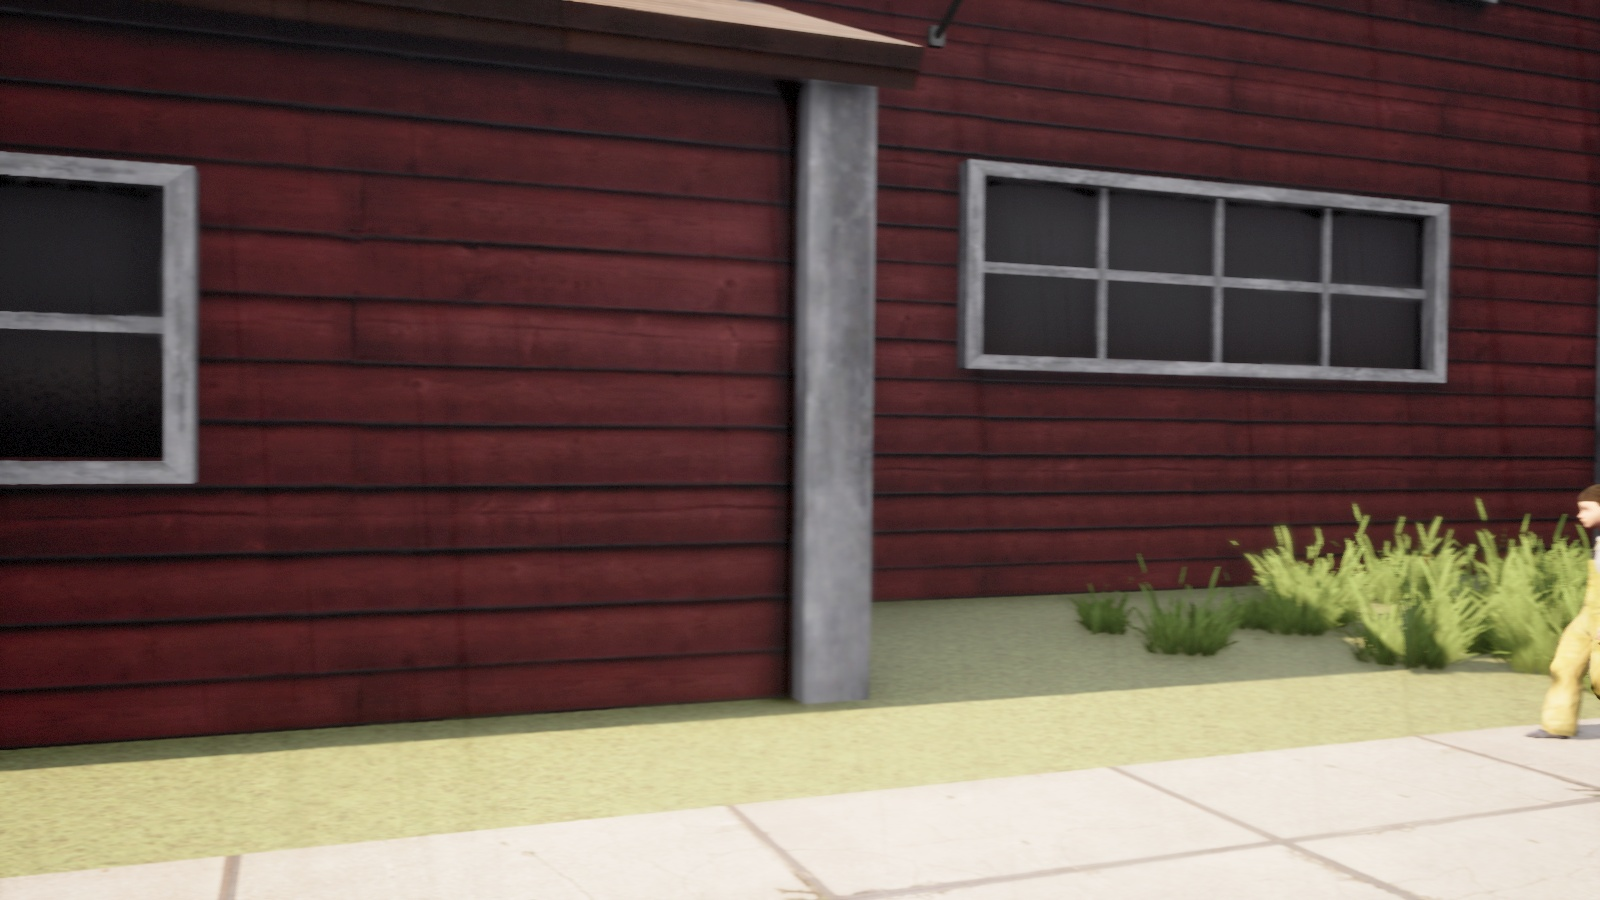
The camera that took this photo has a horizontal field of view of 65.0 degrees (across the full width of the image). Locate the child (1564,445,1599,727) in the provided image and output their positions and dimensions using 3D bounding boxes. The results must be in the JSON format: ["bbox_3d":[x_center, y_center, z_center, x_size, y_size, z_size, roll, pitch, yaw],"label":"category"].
[{"bbox_3d":[3.761,0.608,5.716,0.437,1.263,0.270,0,1,19],"label":"child"}]
